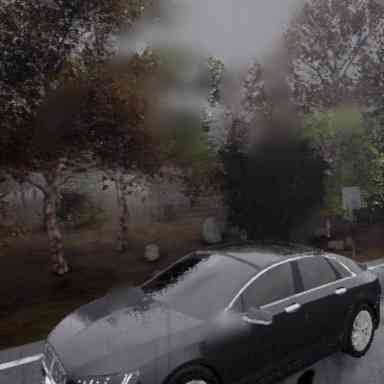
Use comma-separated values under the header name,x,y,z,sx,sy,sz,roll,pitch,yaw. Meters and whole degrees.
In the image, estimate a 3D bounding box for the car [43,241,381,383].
name,x,y,z,sx,sy,sz,roll,pitch,yaw
car,0.666,1.501,4.454,4.892,1.490,1.837,0,0,-35
